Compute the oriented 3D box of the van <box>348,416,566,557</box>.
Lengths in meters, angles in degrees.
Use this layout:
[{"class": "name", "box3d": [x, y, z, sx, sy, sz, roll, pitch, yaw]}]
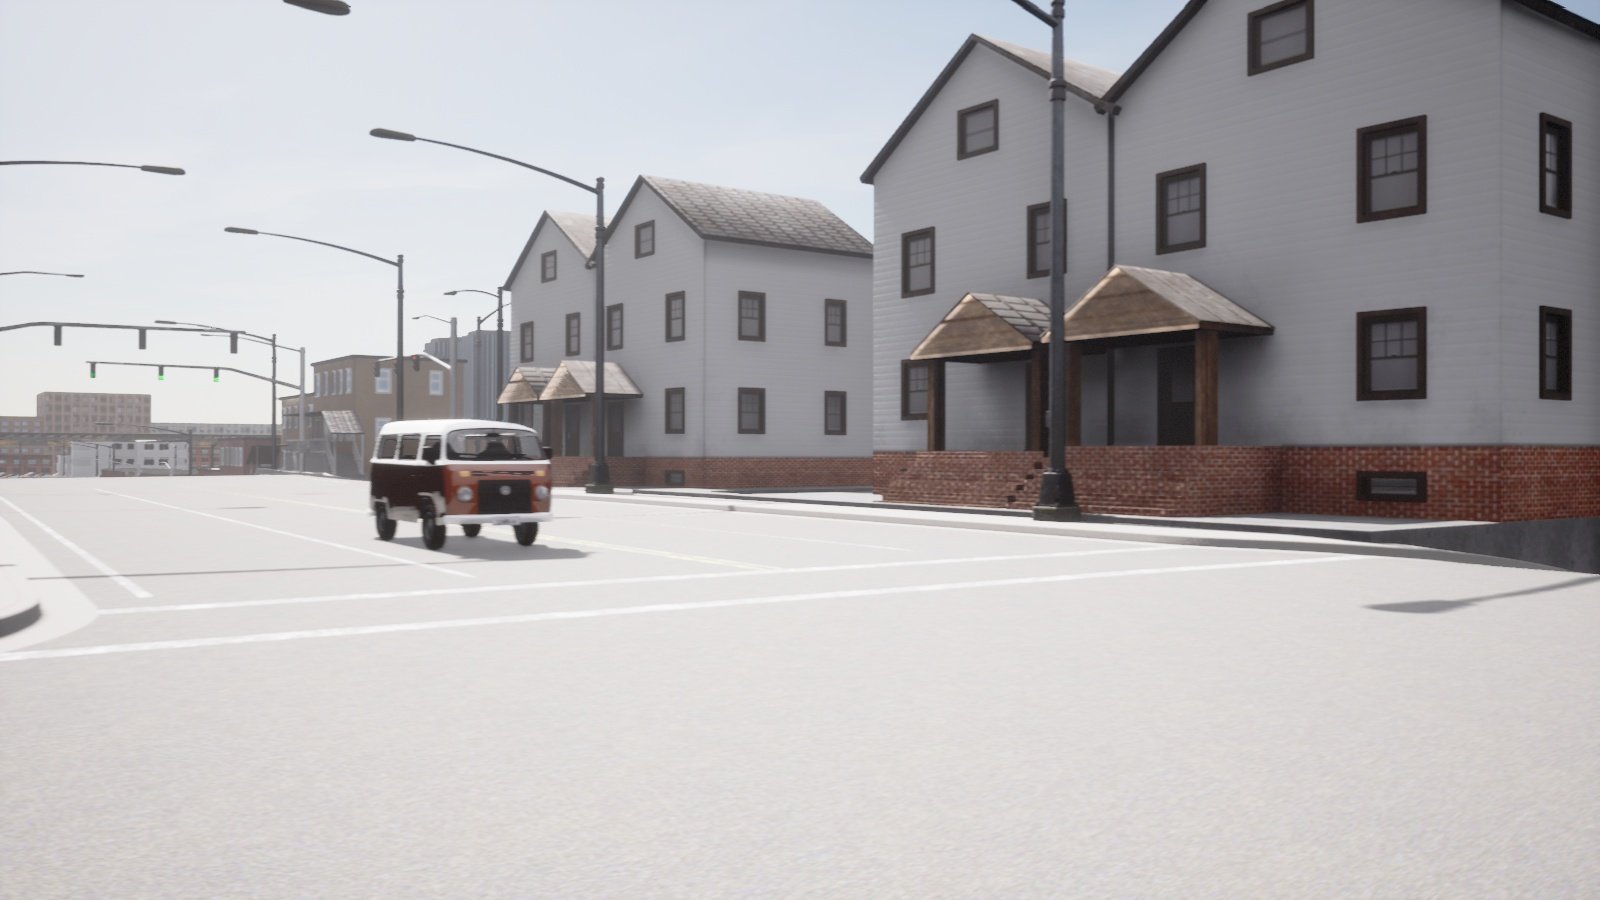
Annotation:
[{"class": "van", "box3d": [-5.722, 0.531, 20.547, 2.069, 2.038, 4.480, 0, 0, -35]}]
